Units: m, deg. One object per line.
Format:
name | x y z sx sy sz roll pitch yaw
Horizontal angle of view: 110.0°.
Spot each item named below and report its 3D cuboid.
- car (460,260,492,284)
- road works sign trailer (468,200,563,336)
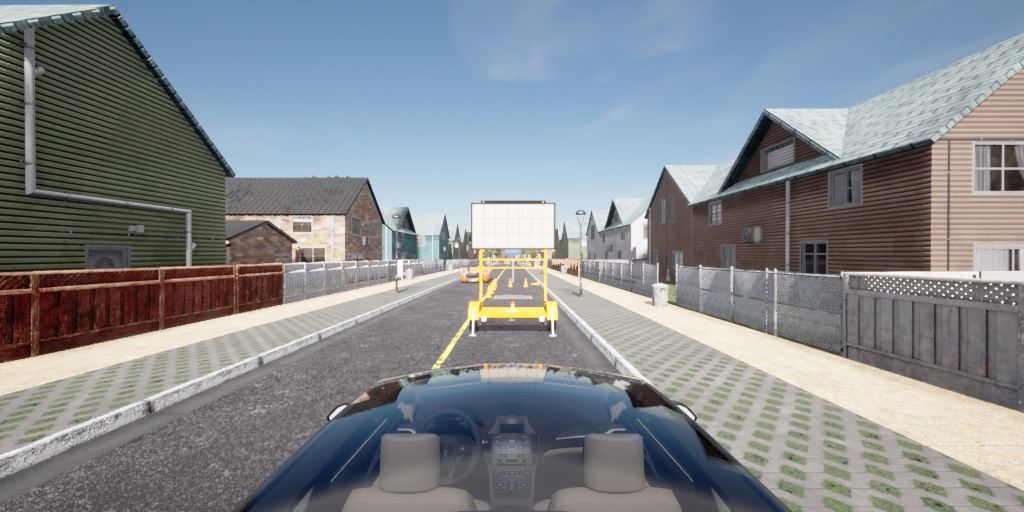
car | -2.670 1.130 27.550 2.097 1.767 4.553 0 0 0
road works sign trailer | 0.035 0.215 10.338 2.380 3.560 2.880 0 0 1
